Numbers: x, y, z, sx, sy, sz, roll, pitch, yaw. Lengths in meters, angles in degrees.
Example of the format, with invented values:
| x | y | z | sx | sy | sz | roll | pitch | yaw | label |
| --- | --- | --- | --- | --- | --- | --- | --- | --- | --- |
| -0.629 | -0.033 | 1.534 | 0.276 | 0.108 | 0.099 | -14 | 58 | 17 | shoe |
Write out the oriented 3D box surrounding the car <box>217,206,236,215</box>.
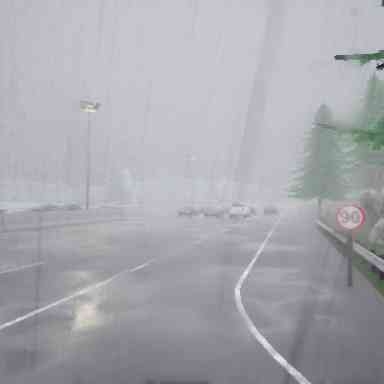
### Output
| x | y | z | sx | sy | sz | roll | pitch | yaw | label |
| --- | --- | --- | --- | --- | --- | --- | --- | --- | --- |
| 5.817 | 3.046 | 55.558 | 2.033 | 1.411 | 5.357 | 0 | -2 | 17 | car |

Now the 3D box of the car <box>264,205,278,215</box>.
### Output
| x | y | z | sx | sy | sz | roll | pitch | yaw | label |
| --- | --- | --- | --- | --- | --- | --- | --- | --- | --- |
| 13.282 | 2.974 | 56.032 | 2.097 | 1.767 | 4.553 | 0 | -2 | 17 | car |

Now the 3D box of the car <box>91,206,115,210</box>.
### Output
| x | y | z | sx | sy | sz | roll | pitch | yaw | label |
| --- | --- | --- | --- | --- | --- | --- | --- | --- | --- |
| -11.836 | 2.579 | 45.403 | 1.895 | 1.301 | 4.718 | 0 | -2 | 17 | car |

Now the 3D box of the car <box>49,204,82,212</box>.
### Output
| x | y | z | sx | sy | sz | roll | pitch | yaw | label |
| --- | --- | --- | --- | --- | --- | --- | --- | --- | --- |
| -18.132 | 2.473 | 48.734 | 1.837 | 1.490 | 4.892 | 0 | -2 | 17 | car |

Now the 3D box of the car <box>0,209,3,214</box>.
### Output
| x | y | z | sx | sy | sz | roll | pitch | yaw | label |
| --- | --- | --- | --- | --- | --- | --- | --- | --- | --- |
| -22.318 | 2.096 | 34.554 | 2.033 | 1.411 | 5.357 | 0 | -2 | 17 | car |

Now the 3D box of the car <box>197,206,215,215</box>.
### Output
| x | y | z | sx | sy | sz | roll | pitch | yaw | label |
| --- | --- | --- | --- | --- | --- | --- | --- | --- | --- |
| 2.435 | 3.034 | 56.465 | 1.994 | 1.385 | 4.181 | 0 | -2 | 17 | car |

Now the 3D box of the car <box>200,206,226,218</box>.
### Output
| x | y | z | sx | sy | sz | roll | pitch | yaw | label |
| --- | --- | --- | --- | --- | --- | --- | --- | --- | --- |
| 2.987 | 2.778 | 45.932 | 1.994 | 1.385 | 4.181 | 0 | -2 | 17 | car |

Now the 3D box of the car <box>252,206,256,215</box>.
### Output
| x | y | z | sx | sy | sz | roll | pitch | yaw | label |
| --- | --- | --- | --- | --- | --- | --- | --- | --- | --- |
| 9.848 | 3.067 | 56.779 | 1.882 | 1.535 | 5.008 | 0 | -2 | 17 | car |

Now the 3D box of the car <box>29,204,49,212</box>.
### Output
| x | y | z | sx | sy | sz | roll | pitch | yaw | label |
| --- | --- | --- | --- | --- | --- | --- | --- | --- | --- |
| -21.550 | 2.483 | 49.503 | 2.033 | 1.411 | 5.357 | 0 | -2 | 17 | car |

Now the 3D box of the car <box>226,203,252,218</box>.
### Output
| x | y | z | sx | sy | sz | roll | pitch | yaw | label |
| --- | --- | --- | --- | --- | --- | --- | --- | --- | --- |
| 6.530 | 2.480 | 45.514 | 2.150 | 2.045 | 5.566 | 0 | -1 | 16 | car |

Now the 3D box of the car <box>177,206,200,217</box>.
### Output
| x | y | z | sx | sy | sz | roll | pitch | yaw | label |
| --- | --- | --- | --- | --- | --- | --- | --- | --- | --- |
| -0.482 | 2.725 | 46.539 | 2.033 | 1.411 | 5.357 | 0 | -2 | 17 | car |
